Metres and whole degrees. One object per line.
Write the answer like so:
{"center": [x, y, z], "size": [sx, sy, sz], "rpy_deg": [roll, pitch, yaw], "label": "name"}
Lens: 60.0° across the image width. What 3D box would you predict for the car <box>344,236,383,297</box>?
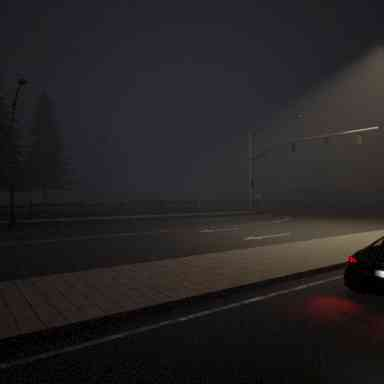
{"center": [5.356, 1.564, 7.597], "size": [4.181, 1.385, 1.994], "rpy_deg": [0, 0, -35], "label": "car"}
